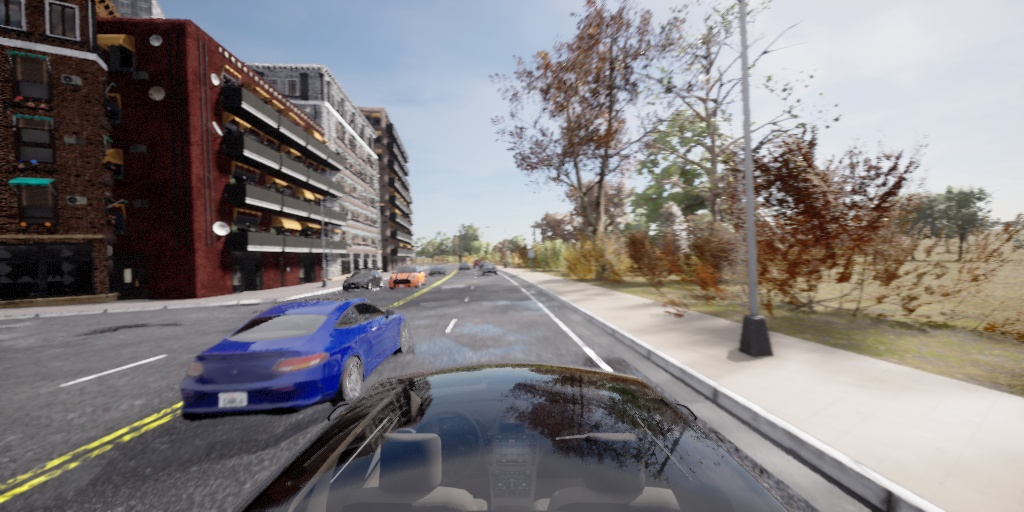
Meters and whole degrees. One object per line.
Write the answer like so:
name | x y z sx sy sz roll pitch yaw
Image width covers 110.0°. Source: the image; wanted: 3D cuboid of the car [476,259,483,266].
car | -4.817 1.773 61.793 1.837 1.490 4.892 -2 0 -7

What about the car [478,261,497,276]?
car | -2.807 1.648 44.750 2.033 1.411 5.357 -2 0 -5

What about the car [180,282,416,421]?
car | -3.171 1.426 6.232 1.812 1.442 4.674 -2 0 -3

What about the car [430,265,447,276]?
car | -9.845 1.961 48.082 1.994 1.385 4.181 -2 0 -6

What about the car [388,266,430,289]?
car | -7.981 1.564 27.618 2.097 1.767 4.553 -2 0 -4

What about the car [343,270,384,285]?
car | -11.206 1.843 27.259 1.837 1.490 4.892 -2 0 -4
